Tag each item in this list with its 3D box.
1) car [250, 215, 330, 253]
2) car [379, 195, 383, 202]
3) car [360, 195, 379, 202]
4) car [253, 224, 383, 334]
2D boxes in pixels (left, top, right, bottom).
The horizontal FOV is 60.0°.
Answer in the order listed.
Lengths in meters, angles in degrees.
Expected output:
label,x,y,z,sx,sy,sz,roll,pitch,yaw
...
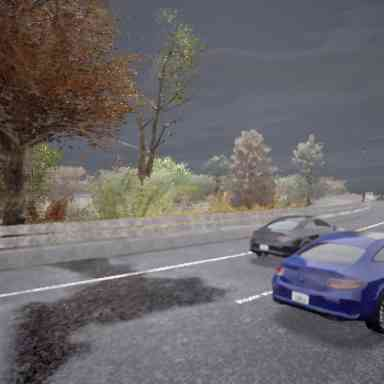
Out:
label,x,y,z,sx,sy,sz,roll,pitch,yaw
car,3.940,1.540,11.761,4.674,1.442,1.812,0,0,-42
car,42.249,1.356,72.772,1.812,1.442,4.674,0,0,8
car,38.806,1.369,73.399,1.812,1.442,4.674,0,0,8
car,3.538,1.530,6.778,4.674,1.442,1.812,0,0,-39
